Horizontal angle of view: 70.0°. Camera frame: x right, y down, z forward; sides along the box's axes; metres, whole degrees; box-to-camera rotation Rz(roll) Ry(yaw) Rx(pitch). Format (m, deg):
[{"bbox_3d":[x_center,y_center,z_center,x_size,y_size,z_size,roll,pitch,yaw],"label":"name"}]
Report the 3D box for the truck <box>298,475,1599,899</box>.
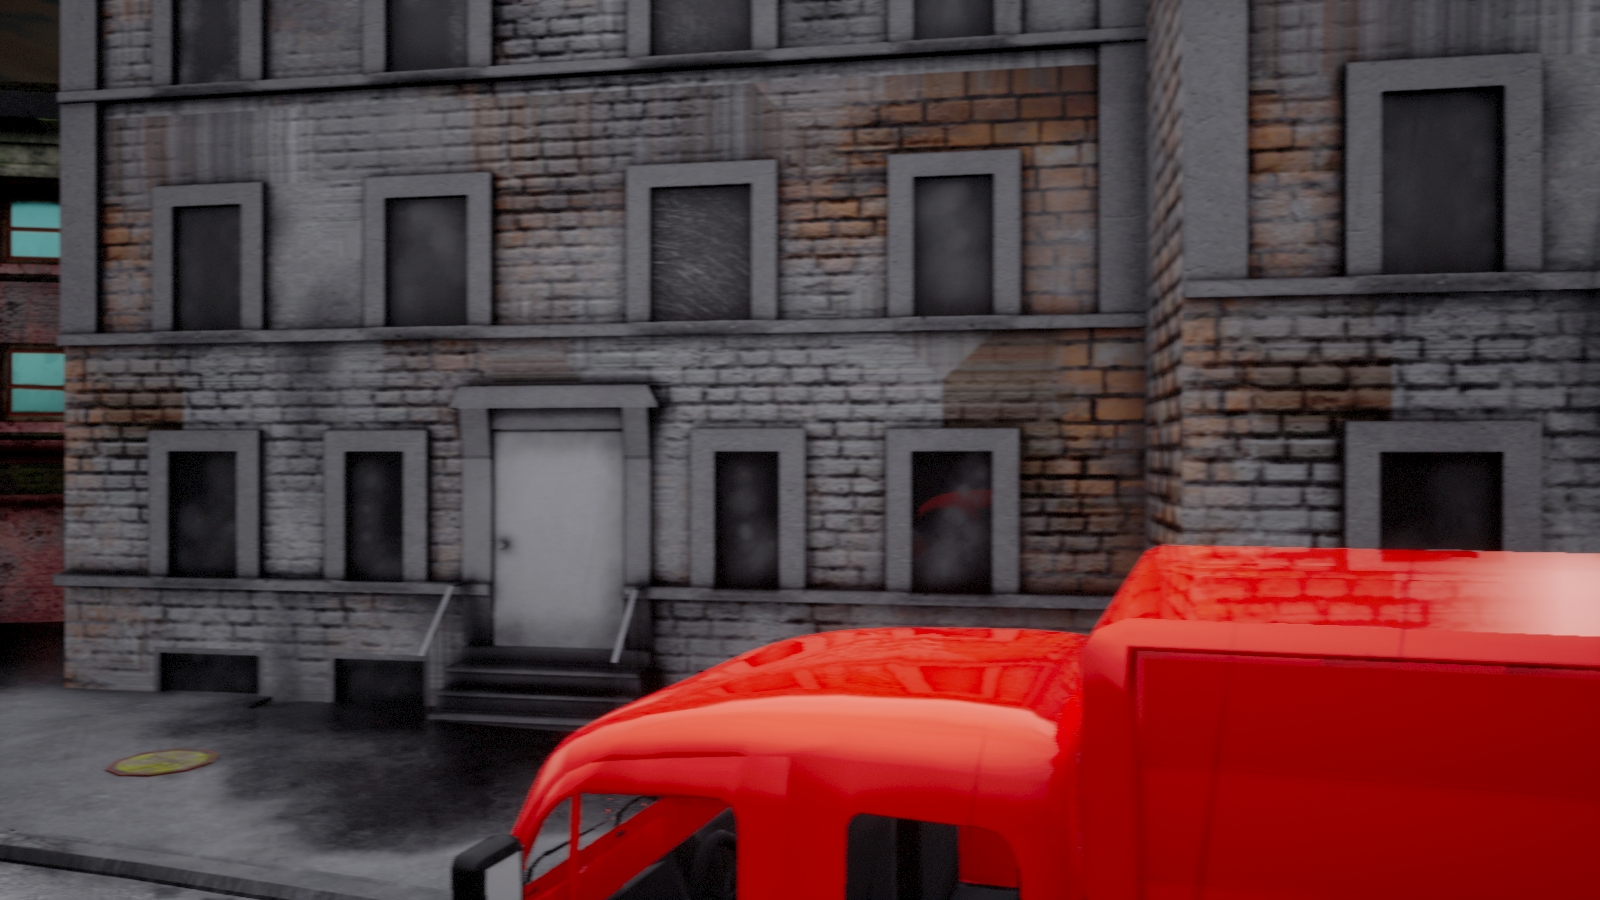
[{"bbox_3d":[1.717,1.334,3.065,5.204,2.467,2.627,-1,0,20],"label":"truck"}]
